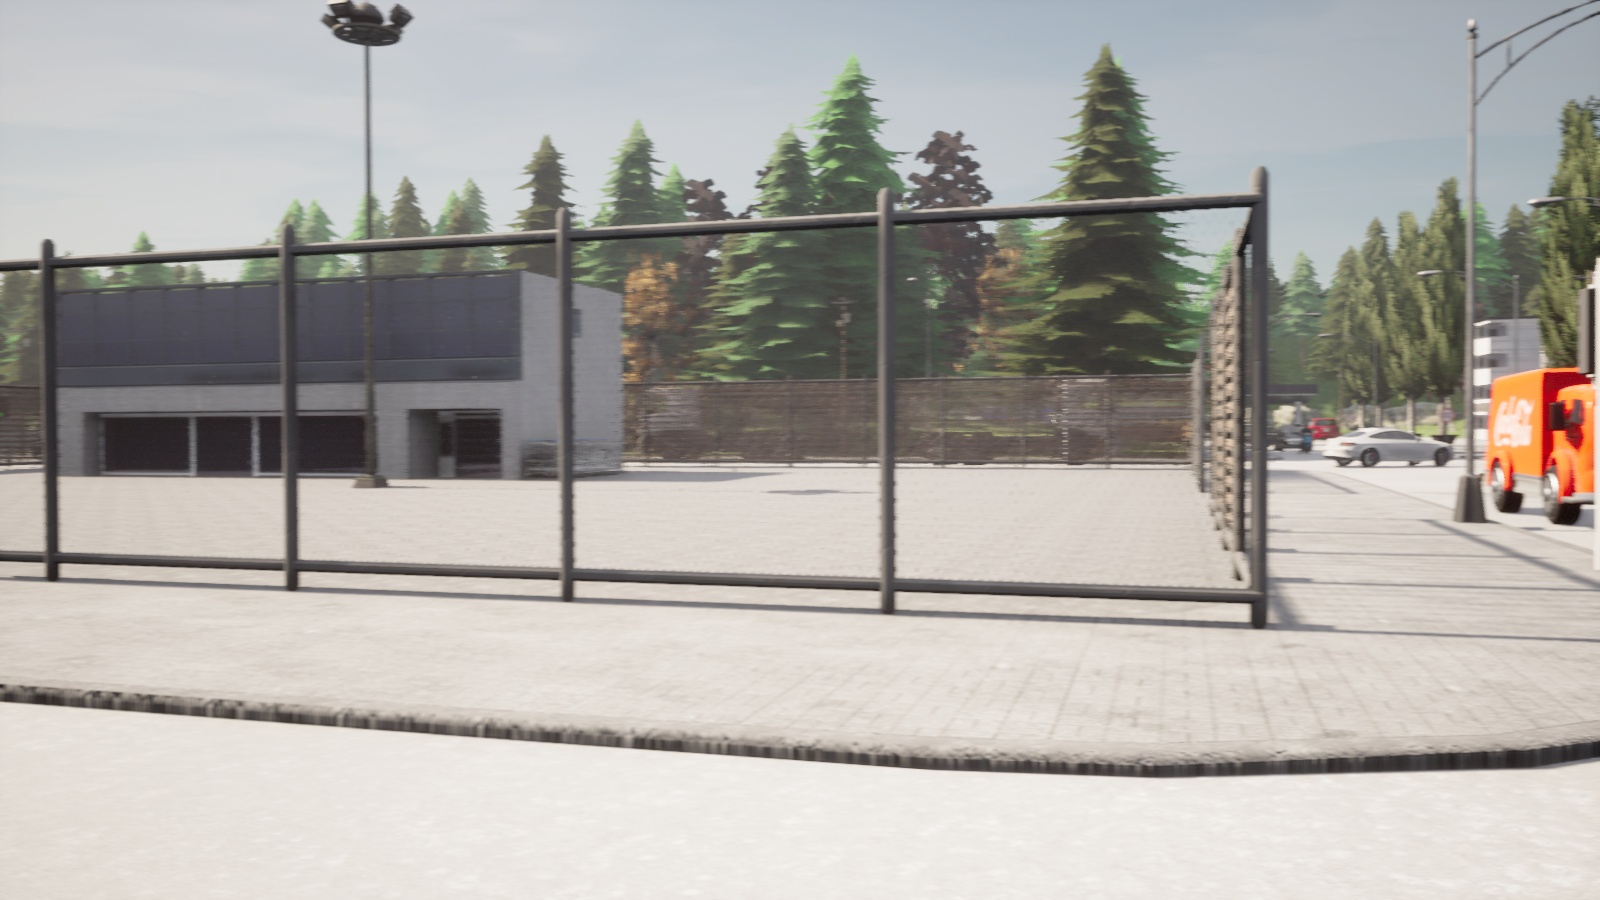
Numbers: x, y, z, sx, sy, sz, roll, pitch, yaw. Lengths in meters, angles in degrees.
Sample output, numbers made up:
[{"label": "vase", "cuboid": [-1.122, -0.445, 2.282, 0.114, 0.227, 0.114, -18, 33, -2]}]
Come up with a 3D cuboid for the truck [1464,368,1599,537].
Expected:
[{"label": "truck", "cuboid": [12.951, -0.009, 20.658, 2.627, 2.467, 5.204, 0, 1, 17]}]

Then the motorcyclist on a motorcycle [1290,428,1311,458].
[{"label": "motorcyclist on a motorcycle", "cuboid": [26.724, -0.393, 67.117, 0.866, 1.590, 1.817, 0, 1, 17]}]

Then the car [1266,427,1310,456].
[{"label": "car", "cuboid": [28.918, -0.548, 74.565, 2.033, 1.649, 4.856, 0, 1, 17]}]

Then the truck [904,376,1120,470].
[{"label": "truck", "cuboid": [8.203, -1.036, 48.542, 7.936, 3.462, 2.891, 0, 1, 17]}]

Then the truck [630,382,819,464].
[{"label": "truck", "cuboid": [-3.360, -1.210, 56.148, 7.936, 3.462, 2.891, 0, 1, 17]}]

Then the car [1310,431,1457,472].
[{"label": "car", "cuboid": [21.494, 0.051, 46.316, 4.674, 1.442, 1.812, 0, 1, -9]}]
